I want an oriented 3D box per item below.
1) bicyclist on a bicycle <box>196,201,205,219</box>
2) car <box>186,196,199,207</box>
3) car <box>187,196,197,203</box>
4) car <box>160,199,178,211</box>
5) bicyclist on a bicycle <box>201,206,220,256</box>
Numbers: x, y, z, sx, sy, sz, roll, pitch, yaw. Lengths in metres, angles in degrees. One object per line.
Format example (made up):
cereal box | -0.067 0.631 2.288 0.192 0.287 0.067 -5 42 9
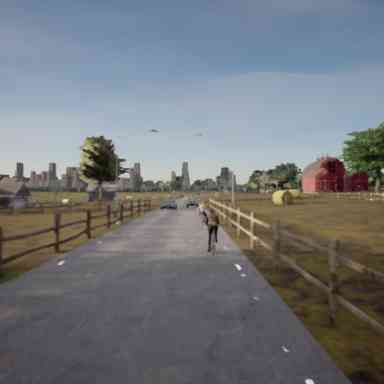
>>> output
bicyclist on a bicycle | 0.729 1.430 22.701 0.866 1.612 1.509 0 0 0
car | 0.089 1.590 51.213 2.033 1.411 5.357 0 0 0
car | -0.010 1.678 73.905 1.994 1.385 4.181 0 0 0
car | -2.842 1.581 41.553 1.994 1.385 4.181 0 0 0
bicyclist on a bicycle | 0.753 1.447 12.153 0.582 1.620 1.656 0 0 0
